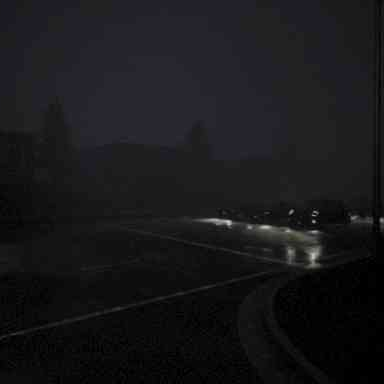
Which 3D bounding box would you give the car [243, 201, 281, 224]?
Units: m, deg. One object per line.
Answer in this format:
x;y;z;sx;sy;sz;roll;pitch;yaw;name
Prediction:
6.072;1.381;23.823;4.674;1.442;1.812;0;1;-39;car

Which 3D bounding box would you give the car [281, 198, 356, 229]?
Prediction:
8.000;1.232;20.873;4.553;1.767;2.097;0;0;-39;car

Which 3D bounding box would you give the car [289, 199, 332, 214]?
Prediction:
11.862;1.409;33.087;4.718;1.301;1.895;0;1;-39;car

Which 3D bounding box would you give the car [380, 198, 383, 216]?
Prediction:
18.204;1.451;29.235;4.718;1.301;1.895;0;1;-39;car

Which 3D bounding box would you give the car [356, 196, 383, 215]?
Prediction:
15.950;1.319;31.909;4.902;1.511;2.128;0;0;-39;car

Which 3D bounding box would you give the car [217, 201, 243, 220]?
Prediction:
3.977;1.395;26.632;4.181;1.385;1.994;0;1;-39;car
